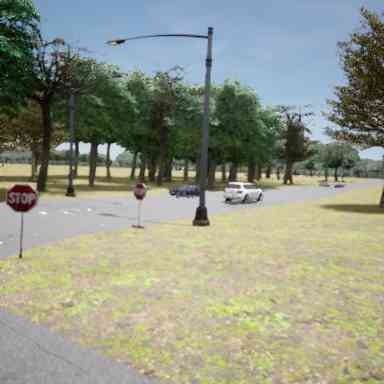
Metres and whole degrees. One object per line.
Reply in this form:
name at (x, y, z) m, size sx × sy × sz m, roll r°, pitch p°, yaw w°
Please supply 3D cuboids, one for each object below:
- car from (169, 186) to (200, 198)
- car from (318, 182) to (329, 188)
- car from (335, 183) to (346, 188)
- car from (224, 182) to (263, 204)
car at (-0.573, -0.069, 38.237) m, size 1.895 × 1.301 × 4.718 m, roll 5°, pitch 5°, yaw 36°
car at (34.117, -1.935, 85.977) m, size 1.994 × 1.385 × 4.181 m, roll 5°, pitch 5°, yaw 36°
car at (38.451, -1.712, 85.940) m, size 1.895 × 1.301 × 4.718 m, roll 5°, pitch 5°, yaw 36°
car at (5.396, 0.041, 34.528) m, size 2.150 × 2.045 × 5.566 m, roll 5°, pitch 5°, yaw 36°
